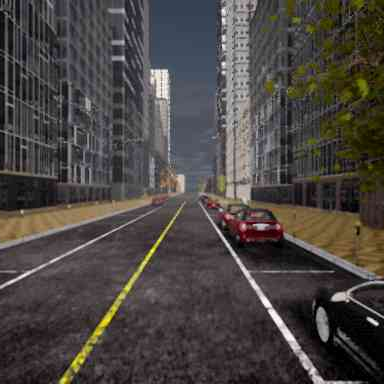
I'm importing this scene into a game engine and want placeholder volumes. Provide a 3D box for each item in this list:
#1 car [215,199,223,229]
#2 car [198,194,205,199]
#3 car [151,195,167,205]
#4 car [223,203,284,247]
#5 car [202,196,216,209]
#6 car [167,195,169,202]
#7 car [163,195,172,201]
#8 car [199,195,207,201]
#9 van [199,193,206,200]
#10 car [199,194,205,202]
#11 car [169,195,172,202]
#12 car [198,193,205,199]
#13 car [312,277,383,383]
[{"bbox_3d":[2.692,1.415,20.561,1.967,1.590,4.097,0,0,0],"label":"car"},{"bbox_3d":[2.696,1.242,94.562,1.967,1.590,4.097,0,0,0],"label":"car"},{"bbox_3d":[-5.687,1.457,54.723,1.887,1.381,4.507,0,0,0],"label":"car"},{"bbox_3d":[2.692,1.423,14.869,1.967,1.590,4.097,0,0,0],"label":"car"},{"bbox_3d":[2.693,1.483,43.332,1.887,1.381,4.507,0,0,0],"label":"car"},{"bbox_3d":[-5.686,1.481,60.417,1.802,1.307,4.206,0,0,0],"label":"car"},{"bbox_3d":[-5.686,1.420,77.494,1.947,1.339,4.313,0,0,0],"label":"car"},{"bbox_3d":[2.695,1.403,83.177,1.947,1.339,4.313,0,0,0],"label":"car"},{"bbox_3d":[2.696,1.161,88.870,1.690,1.788,3.998,0,0,0],"label":"van"},{"bbox_3d":[2.694,1.465,60.408,1.947,1.339,4.313,0,0,0],"label":"car"},{"bbox_3d":[-5.686,1.414,71.801,1.887,1.381,4.507,0,0,0],"label":"car"},{"bbox_3d":[2.695,1.435,71.793,1.947,1.339,4.313,0,0,0],"label":"car"},{"bbox_3d":[2.691,1.548,3.484,2.008,1.369,4.403,0,0,0],"label":"car"}]
